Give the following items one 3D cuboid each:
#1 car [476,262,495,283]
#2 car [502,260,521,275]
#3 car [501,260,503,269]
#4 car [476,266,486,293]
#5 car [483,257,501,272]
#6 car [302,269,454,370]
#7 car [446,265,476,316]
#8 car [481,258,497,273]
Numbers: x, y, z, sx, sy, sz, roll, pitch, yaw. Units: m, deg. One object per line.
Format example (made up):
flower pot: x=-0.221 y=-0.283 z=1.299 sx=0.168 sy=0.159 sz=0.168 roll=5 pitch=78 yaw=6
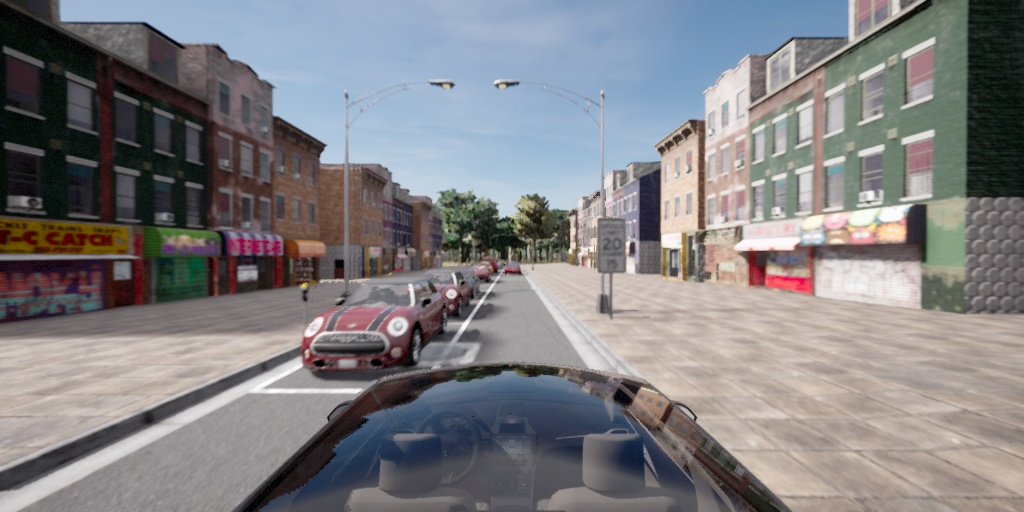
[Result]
car: x=-2.643 y=1.407 z=29.493 sx=1.888 sy=1.381 sz=4.507 roll=0 pitch=0 yaw=0
car: x=0.100 y=1.489 z=42.912 sx=1.994 sy=1.385 sz=4.181 roll=0 pitch=0 yaw=-1
car: x=-2.649 y=1.566 z=62.101 sx=2.007 sy=1.370 sz=4.403 roll=0 pitch=0 yaw=0
car: x=-2.640 y=1.380 z=18.624 sx=1.948 sy=1.339 sz=4.313 roll=0 pitch=0 yaw=0
car: x=-2.988 y=1.172 z=47.407 sx=2.150 sy=2.045 sz=5.566 roll=0 pitch=0 yaw=0
car: x=-2.638 y=1.211 z=7.755 sx=1.967 sy=1.591 sz=4.097 roll=0 pitch=0 yaw=0
car: x=-2.639 y=1.232 z=13.190 sx=1.967 sy=1.591 sz=4.097 roll=0 pitch=0 yaw=0
car: x=-3.031 y=1.369 z=40.566 sx=1.801 sy=1.575 sz=5.366 roll=0 pitch=0 yaw=0
